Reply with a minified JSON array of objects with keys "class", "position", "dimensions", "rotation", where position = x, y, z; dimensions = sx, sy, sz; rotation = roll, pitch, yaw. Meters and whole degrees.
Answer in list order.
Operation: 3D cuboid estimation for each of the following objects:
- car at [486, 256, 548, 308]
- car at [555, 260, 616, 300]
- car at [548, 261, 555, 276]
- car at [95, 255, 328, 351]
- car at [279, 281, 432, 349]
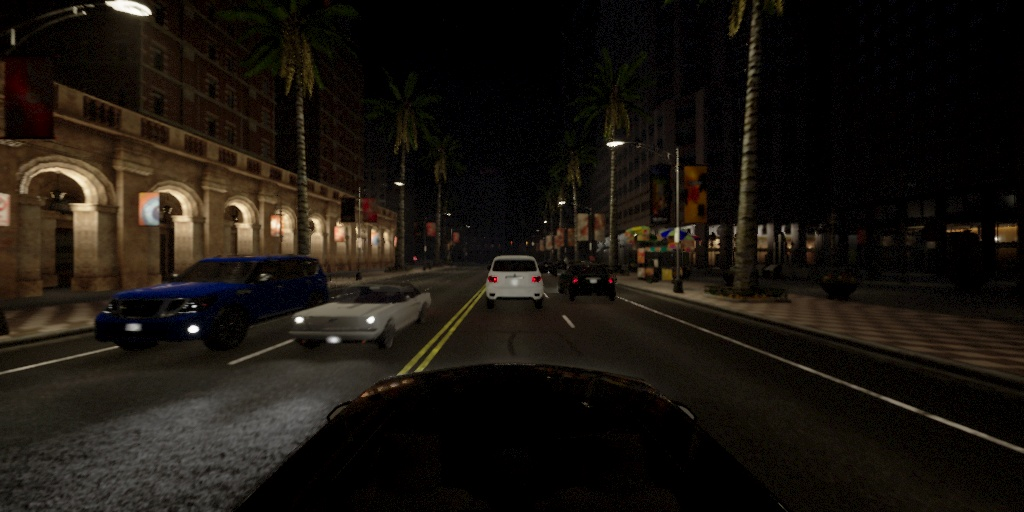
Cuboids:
[{"class":"car","position":[0.098,1.009,15.504],"dimensions":[2.150,2.045,5.566],"rotation":[0,0,0]},{"class":"car","position":[3.596,1.146,17.968],"dimensions":[2.097,1.767,4.553],"rotation":[0,0,0]},{"class":"car","position":[3.643,1.352,37.779],"dimensions":[1.837,1.490,4.892],"rotation":[0,0,1]},{"class":"car","position":[-7.031,0.994,9.448],"dimensions":[2.150,2.045,5.566],"rotation":[0,0,0]},{"class":"car","position":[-3.533,1.372,9.342],"dimensions":[1.895,1.301,4.718],"rotation":[0,0,1]}]
